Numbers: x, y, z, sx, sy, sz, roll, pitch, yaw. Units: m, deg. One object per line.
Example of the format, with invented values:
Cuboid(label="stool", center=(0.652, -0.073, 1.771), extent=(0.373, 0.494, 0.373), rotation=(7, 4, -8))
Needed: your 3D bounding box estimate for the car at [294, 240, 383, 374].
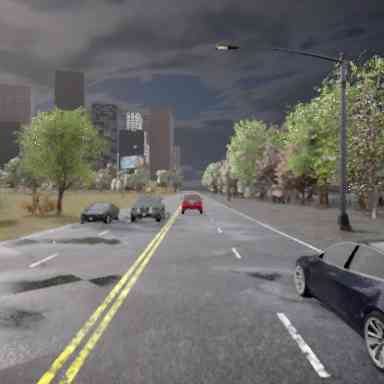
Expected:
Cuboid(label="car", center=(3.253, 1.500, 5.544), extent=(2.163, 1.488, 4.792), rotation=(0, 0, 0))

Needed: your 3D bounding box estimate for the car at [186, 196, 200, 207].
Cuboid(label="car", center=(0.110, 1.443, 51.599), extent=(2.128, 1.511, 4.902), rotation=(0, 0, 0))

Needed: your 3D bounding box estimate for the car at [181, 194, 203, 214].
Cuboid(label="car", center=(0.012, 1.200, 35.730), extent=(2.150, 2.045, 5.566), rotation=(0, 0, 0))

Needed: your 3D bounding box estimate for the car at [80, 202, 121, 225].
Cuboid(label="car", center=(-6.546, 1.470, 24.167), extent=(1.882, 1.535, 5.008), rotation=(0, 0, 1))

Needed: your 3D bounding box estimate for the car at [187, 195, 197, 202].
Cuboid(label="car", center=(0.013, 1.418, 73.492), extent=(2.128, 1.511, 4.902), rotation=(0, 0, 0))

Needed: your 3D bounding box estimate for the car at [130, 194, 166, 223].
Cuboid(label="car", center=(-3.282, 1.214, 25.779), extent=(2.150, 2.045, 5.566), rotation=(0, 0, 1))
